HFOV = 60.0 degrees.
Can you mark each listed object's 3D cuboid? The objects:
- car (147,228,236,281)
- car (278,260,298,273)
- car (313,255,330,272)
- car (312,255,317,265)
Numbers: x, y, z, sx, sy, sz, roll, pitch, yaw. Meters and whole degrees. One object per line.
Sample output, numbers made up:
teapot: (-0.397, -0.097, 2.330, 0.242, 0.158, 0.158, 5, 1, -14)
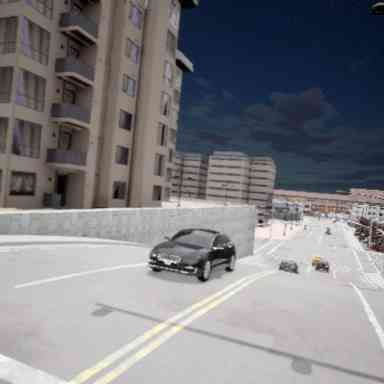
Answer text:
car: (0.245, 2.077, 11.889, 1.837, 1.490, 4.892, 5, -4, 23)
car: (11.766, 9.020, 40.291, 1.994, 1.385, 4.181, 5, -9, 24)
car: (19.763, 11.068, 50.392, 1.837, 1.490, 4.892, 6, -3, 23)
car: (21.307, 11.371, 55.811, 1.882, 1.535, 5.008, 6, -1, 23)
